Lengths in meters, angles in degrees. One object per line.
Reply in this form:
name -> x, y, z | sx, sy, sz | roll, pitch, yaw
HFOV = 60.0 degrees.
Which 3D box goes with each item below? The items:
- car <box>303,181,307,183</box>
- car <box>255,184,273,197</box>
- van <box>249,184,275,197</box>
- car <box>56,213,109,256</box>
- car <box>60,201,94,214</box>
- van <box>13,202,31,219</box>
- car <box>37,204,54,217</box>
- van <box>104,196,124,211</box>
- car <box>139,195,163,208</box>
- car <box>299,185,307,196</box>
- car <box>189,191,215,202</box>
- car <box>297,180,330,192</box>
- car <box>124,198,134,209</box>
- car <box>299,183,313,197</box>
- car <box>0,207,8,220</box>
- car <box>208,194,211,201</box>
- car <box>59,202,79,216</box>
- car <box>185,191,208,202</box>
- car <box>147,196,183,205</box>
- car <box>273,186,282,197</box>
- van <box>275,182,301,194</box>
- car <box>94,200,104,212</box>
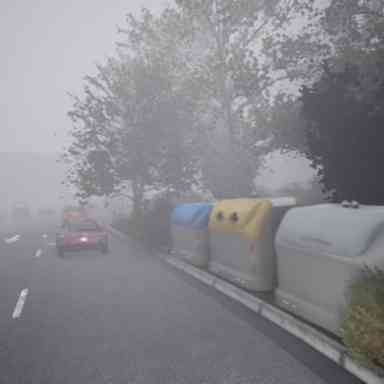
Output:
car -> 19.514, -0.756, 59.935 | 2.185, 1.767, 4.553 | -4, 1, -23
car -> 6.776, 0.349, 40.288 | 2.435, 2.045, 5.566 | -4, 1, -23
van -> 11.845, -0.274, 56.510 | 1.878, 1.987, 4.442 | -4, 1, -23
car -> -4.890, 1.841, 14.624 | 1.994, 1.385, 4.181 | -1, -1, -22
car -> -9.700, 1.895, 28.164 | 2.097, 1.767, 4.553 | -1, 0, -15
van -> -21.681, 2.328, 42.468 | 1.878, 1.987, 4.442 | -5, 1, -23
car -> -19.050, 2.349, 43.467 | 2.097, 1.535, 5.008 | -5, 1, -23
van -> -11.394, 1.514, 46.855 | 1.878, 1.987, 4.442 | -5, 1, -23
car -> -6.116, 1.327, 48.775 | 1.946, 1.575, 5.366 | -5, 1, -23
car -> 11.905, 0.241, 42.474 | 2.163, 1.488, 4.792 | -4, 1, -23
car -> 1.516, 0.762, 52.262 | 2.163, 1.488, 4.792 | -4, 1, -23
car -> 22.101, -1.073, 60.971 | 2.435, 2.045, 5.566 | -4, 1, -23
car -> -8.747, 1.564, 47.822 | 2.163, 1.488, 4.792 | -5, 1, -23
car -> 14.468, 0.018, 43.541 | 2.097, 1.535, 5.008 | -4, 1, -23
car -> -24.188, 2.630, 41.237 | 2.185, 1.767, 4.553 | -5, 1, -23
car -> 1.808, 1.026, 38.139 | 2.002, 1.452, 4.674 | -4, 1, -23
car -> -16.486, 2.175, 44.586 | 2.163, 1.488, 4.792 | -5, 1, -23
car -> -0.890, 0.945, 37.020 | 2.435, 2.045, 5.566 | -5, 1, -23
car -> -3.332, 1.138, 35.978 | 2.435, 2.045, 5.566 | -5, 1, -23
car -> 9.372, 0.434, 41.330 | 2.163, 1.488, 4.792 | -4, 1, -23
van -> 16.900, -0.661, 58.916 | 1.878, 1.987, 4.442 | -4, 1, -23
car -> -13.914, 1.972, 45.683 | 2.163, 1.488, 4.792 | -5, 1, -23
